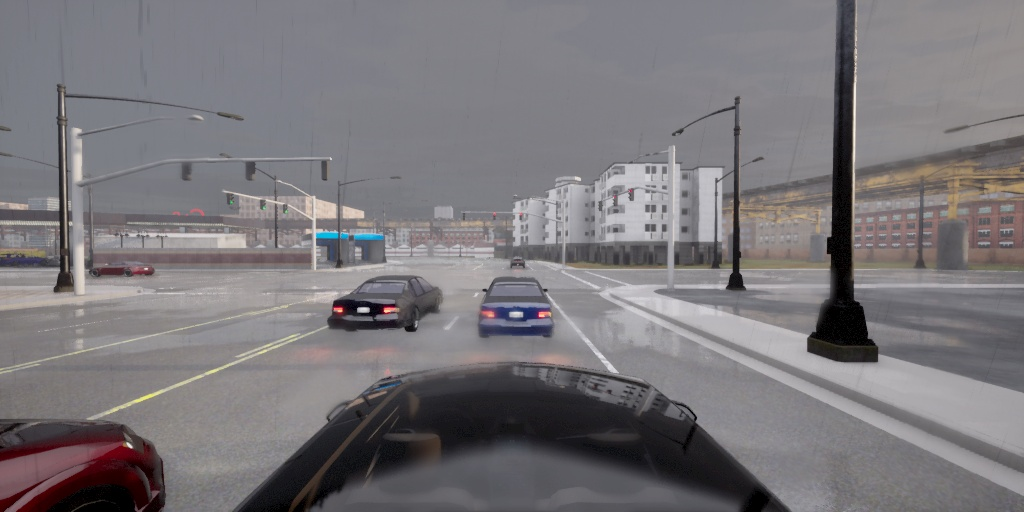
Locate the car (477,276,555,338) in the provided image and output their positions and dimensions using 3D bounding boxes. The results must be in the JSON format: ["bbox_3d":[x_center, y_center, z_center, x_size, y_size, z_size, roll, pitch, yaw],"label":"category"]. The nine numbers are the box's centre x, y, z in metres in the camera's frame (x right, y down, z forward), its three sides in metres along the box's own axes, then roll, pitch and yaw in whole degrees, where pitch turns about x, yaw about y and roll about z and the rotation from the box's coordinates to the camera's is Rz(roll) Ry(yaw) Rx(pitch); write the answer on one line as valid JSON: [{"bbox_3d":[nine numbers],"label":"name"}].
[{"bbox_3d":[0.092,1.279,10.120,2.033,1.411,5.357,0,0,0],"label":"car"}]

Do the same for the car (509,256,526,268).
[{"bbox_3d":[0.717,0.772,46.125,1.837,1.490,4.892,0,1,0],"label":"car"}]

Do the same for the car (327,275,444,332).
[{"bbox_3d":[-3.404,1.274,10.724,2.033,1.411,5.357,0,0,0],"label":"car"}]

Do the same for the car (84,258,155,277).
[{"bbox_3d":[-33.662,1.084,30.979,4.181,1.385,1.994,0,1,-1],"label":"car"}]

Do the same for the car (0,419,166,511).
[{"bbox_3d":[-3.395,1.314,0.727,1.994,1.385,4.181,0,0,0],"label":"car"}]
